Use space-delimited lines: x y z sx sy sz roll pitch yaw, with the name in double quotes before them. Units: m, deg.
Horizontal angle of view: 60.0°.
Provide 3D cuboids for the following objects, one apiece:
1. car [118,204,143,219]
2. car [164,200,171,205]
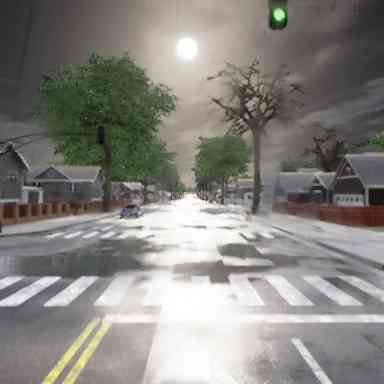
"car" -6.492 2.045 35.944 1.812 1.442 4.674 0 -1 0
"car" -6.495 2.799 88.573 2.033 1.411 5.357 0 -1 0
